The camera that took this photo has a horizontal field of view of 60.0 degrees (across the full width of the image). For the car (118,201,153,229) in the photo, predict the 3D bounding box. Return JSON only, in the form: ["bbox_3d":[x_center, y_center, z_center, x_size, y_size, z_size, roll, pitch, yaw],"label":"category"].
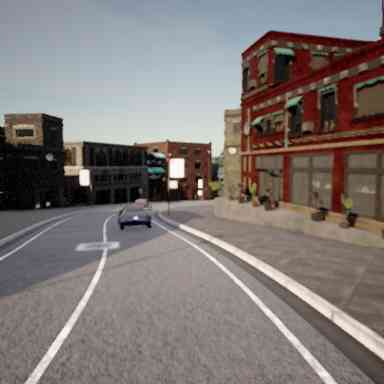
[{"bbox_3d":[-3.838,1.551,22.005,1.994,1.385,4.181,-1,0,-13],"label":"car"}]

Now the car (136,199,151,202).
[{"bbox_3d":[-5.967,1.557,40.313,1.812,1.442,4.674,0,0,2],"label":"car"}]
